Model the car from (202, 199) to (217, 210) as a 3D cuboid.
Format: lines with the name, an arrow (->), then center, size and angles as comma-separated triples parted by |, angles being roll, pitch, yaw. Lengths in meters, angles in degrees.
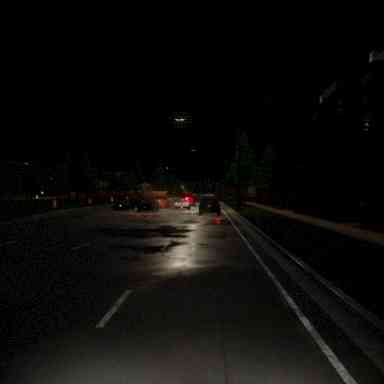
car -> 2.320, 1.635, 43.904 | 1.895, 1.301, 4.718 | 0, 0, 3

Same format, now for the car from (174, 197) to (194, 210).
car -> -1.174, 1.635, 43.972 | 1.895, 1.301, 4.718 | 0, 0, 3

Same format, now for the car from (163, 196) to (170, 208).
car -> -4.471, 1.390, 48.847 | 2.097, 1.767, 4.553 | 0, 0, 4

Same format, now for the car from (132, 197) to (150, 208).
car -> -7.806, 1.566, 51.114 | 1.812, 1.442, 4.674 | 0, 0, 3

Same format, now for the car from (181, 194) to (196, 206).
car -> -0.652, 1.264, 53.995 | 2.150, 2.045, 5.566 | 0, 0, 3

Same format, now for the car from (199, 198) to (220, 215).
car -> 1.811, 1.380, 34.089 | 2.097, 1.767, 4.553 | 0, 0, 3

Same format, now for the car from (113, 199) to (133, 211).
car -> -8.329, 1.596, 41.212 | 1.994, 1.385, 4.181 | 0, 0, 3

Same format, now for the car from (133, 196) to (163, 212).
car -> -4.987, 1.508, 38.515 | 1.882, 1.535, 5.008 | 0, 0, 4
